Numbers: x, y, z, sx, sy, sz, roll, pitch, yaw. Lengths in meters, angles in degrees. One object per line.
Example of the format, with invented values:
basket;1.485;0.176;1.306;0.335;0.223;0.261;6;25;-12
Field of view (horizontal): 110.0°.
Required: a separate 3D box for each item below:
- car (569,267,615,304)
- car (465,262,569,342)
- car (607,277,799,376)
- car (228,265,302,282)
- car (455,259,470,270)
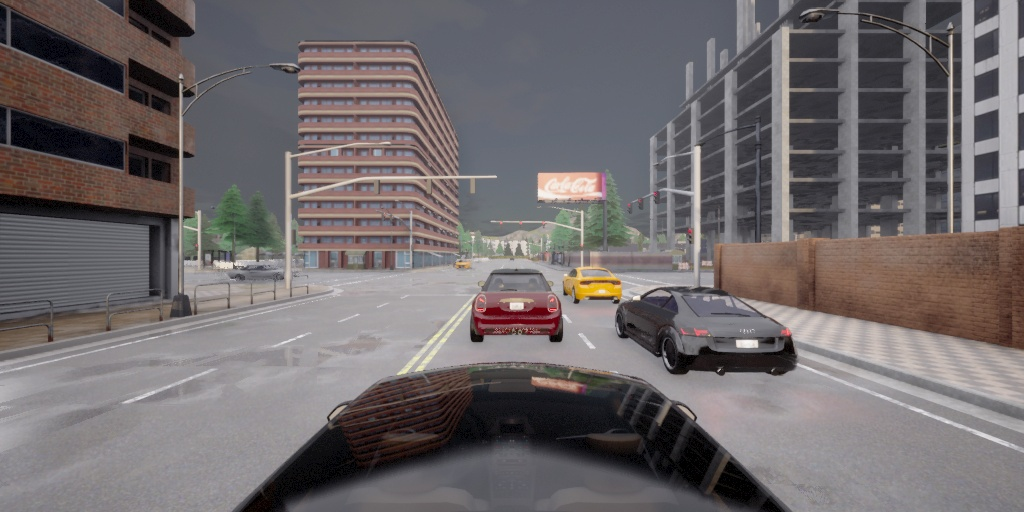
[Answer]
car;3.505;1.228;16.431;1.882;1.535;5.008;0;0;0
car;0.104;1.102;9.904;2.097;1.767;4.553;0;0;0
car;3.601;1.314;7.498;1.994;1.385;4.181;0;0;0
car;-19.360;1.351;28.222;4.718;1.301;1.895;0;0;0
car;-7.078;1.228;52.616;1.882;1.535;5.008;0;0;0
